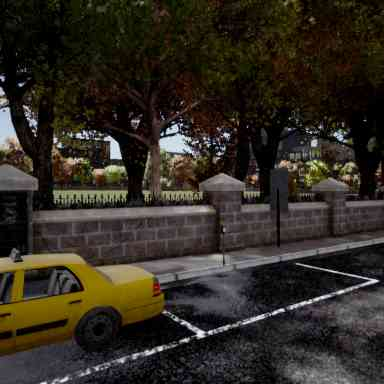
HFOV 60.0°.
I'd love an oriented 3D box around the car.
[{"bbox_3d":[-2.735,1.525,4.609,4.829,1.417,1.752,0,0,-35],"label":"car"}]
